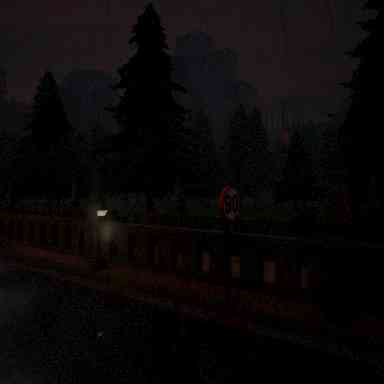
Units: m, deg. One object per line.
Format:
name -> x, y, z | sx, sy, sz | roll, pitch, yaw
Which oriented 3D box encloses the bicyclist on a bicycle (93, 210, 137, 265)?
bicyclist on a bicycle -> -2.170, 1.342, 9.689 | 0.582, 1.620, 1.656 | 0, -3, 36
